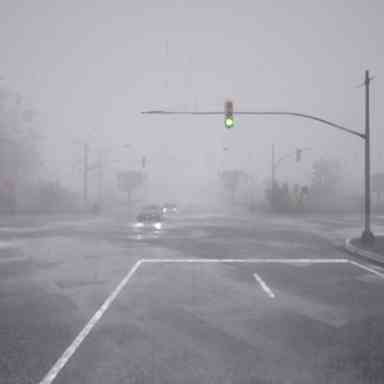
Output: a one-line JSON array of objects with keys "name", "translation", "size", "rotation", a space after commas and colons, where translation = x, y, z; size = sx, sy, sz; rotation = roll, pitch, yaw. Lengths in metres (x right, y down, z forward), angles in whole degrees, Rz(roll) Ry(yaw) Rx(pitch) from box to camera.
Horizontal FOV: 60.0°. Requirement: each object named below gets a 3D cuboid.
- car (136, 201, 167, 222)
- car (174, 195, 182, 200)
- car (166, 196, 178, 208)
[{"name": "car", "translation": [-3.449, 1.721, 27.950], "size": [1.837, 1.490, 4.892], "rotation": [0, 0, 0]}, {"name": "car", "translation": [-3.438, 1.376, 77.863], "size": [2.097, 1.767, 4.553], "rotation": [0, 1, -2]}, {"name": "car", "translation": [-3.400, 1.813, 52.236], "size": [1.812, 1.442, 4.674], "rotation": [0, 0, 0]}]
